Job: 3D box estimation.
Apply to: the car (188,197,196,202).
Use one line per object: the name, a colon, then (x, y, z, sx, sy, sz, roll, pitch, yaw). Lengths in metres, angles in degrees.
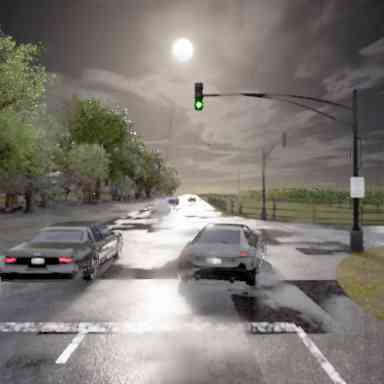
car: (0.017, 1.813, 81.658, 1.895, 1.301, 4.718, 0, 0, 0)

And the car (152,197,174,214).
car: (-3.380, 1.630, 36.969, 1.812, 1.442, 4.674, 0, 0, 0)

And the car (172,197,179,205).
car: (-3.388, 1.643, 60.824, 1.882, 1.535, 5.008, 0, 0, 0)

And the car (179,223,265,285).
car: (1.020, 1.594, 9.772, 1.994, 1.385, 4.181, 0, 0, 14)

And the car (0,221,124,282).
car: (-3.398, 1.577, 9.838, 2.033, 1.411, 5.357, 0, 0, 0)
